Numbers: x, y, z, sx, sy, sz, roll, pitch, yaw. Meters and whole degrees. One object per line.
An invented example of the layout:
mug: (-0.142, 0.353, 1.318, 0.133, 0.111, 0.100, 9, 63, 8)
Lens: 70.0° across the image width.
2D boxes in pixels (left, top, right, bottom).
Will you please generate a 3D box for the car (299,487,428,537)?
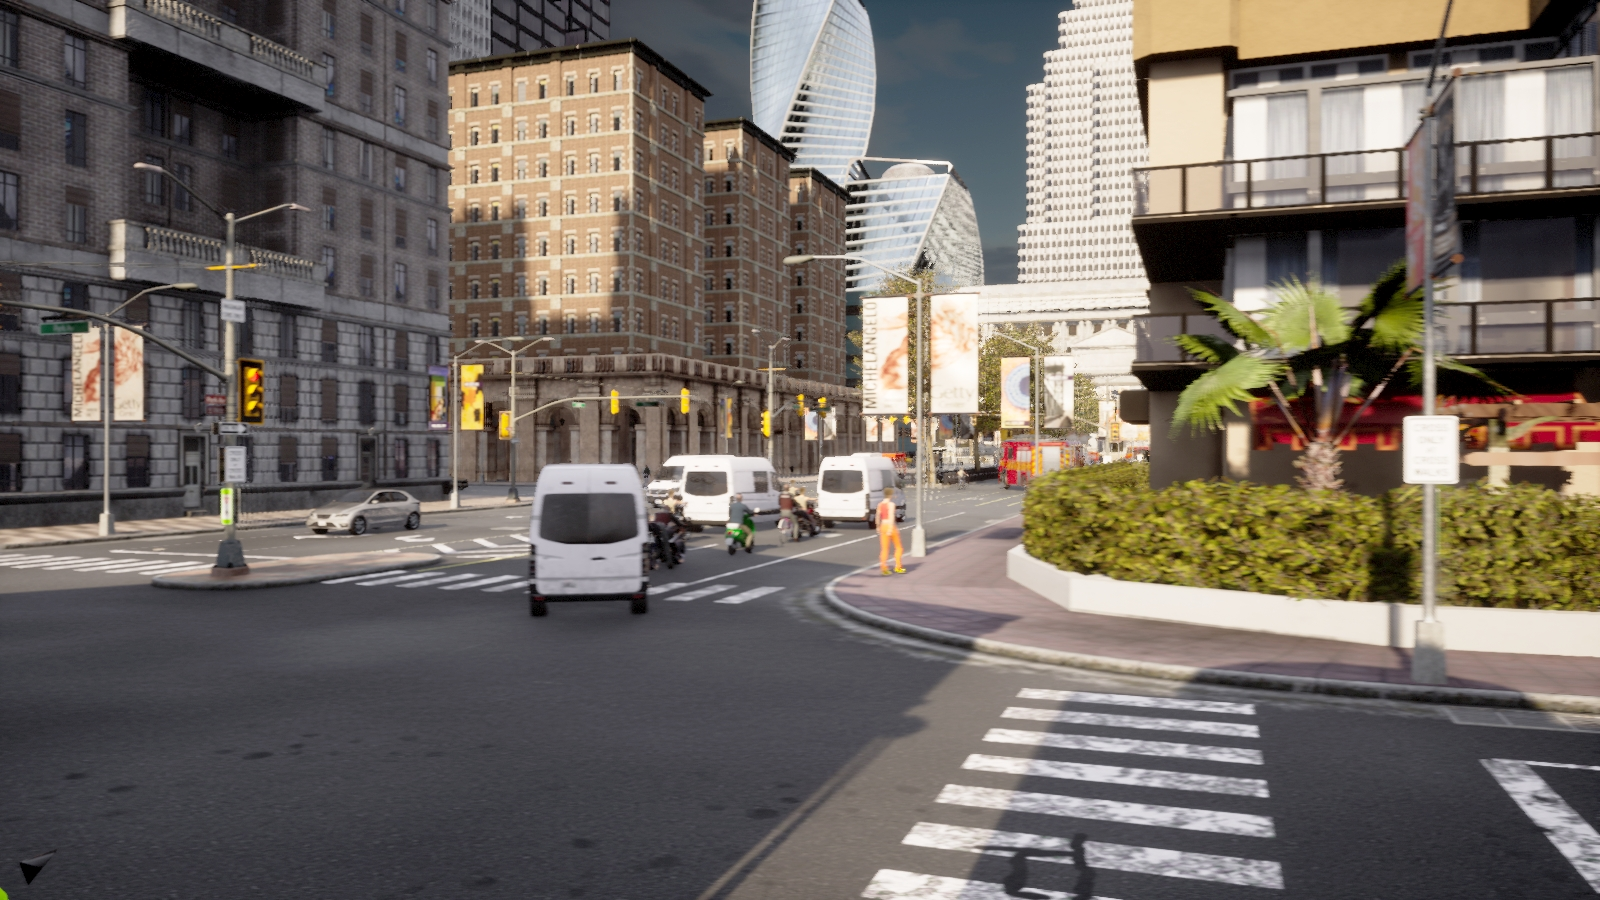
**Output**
car: (-14.752, 2.065, 38.888, 1.816, 1.474, 4.193, 0, 0, 20)

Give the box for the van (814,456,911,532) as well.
van: (2.428, 1.534, 42.425, 1.988, 2.561, 5.915, 0, 0, 19)

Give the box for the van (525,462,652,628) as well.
van: (-3.895, 1.534, 21.190, 1.988, 2.561, 5.915, 0, 0, -10)

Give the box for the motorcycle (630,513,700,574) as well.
motorcycle: (-3.199, 2.205, 27.291, 0.867, 1.251, 2.209, 0, 0, 17)

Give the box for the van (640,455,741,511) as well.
van: (-5.229, 1.534, 55.672, 1.988, 2.561, 5.915, -1, 0, 27)

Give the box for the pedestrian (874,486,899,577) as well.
pedestrian: (1.810, 1.697, 23.868, 0.375, 1.860, 0.375, 0, 0, -45)

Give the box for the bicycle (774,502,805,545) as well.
bicycle: (-0.304, 2.210, 34.573, 0.329, 1.171, 1.835, 0, 0, 19)

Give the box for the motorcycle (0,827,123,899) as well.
motorcycle: (-3.893, 2.213, 4.695, 2.033, 1.145, 0.803, 0, 0, 20)

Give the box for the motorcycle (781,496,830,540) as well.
motorcycle: (0.197, 2.170, 36.676, 0.764, 1.277, 2.356, 0, 0, 21)

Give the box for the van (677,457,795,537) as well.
van: (-2.111, 1.534, 40.138, 1.988, 2.561, 5.915, 0, 0, 20)

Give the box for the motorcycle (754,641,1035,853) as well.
motorcycle: (0.749, 2.216, 8.826, 2.033, 1.145, 0.803, -2, 1, -29)

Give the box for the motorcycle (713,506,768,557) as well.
motorcycle: (-1.597, 2.182, 30.970, 0.856, 1.236, 1.805, 0, 0, 19)
